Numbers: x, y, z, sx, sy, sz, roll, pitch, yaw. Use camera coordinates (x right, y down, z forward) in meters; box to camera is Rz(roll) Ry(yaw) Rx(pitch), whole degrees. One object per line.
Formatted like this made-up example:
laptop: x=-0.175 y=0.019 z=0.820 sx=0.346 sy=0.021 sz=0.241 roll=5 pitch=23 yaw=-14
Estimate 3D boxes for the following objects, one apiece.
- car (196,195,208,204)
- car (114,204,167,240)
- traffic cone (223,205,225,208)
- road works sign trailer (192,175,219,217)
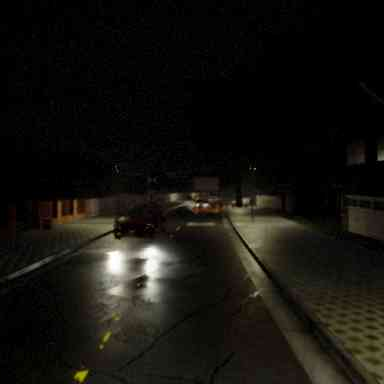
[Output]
car: x=1.692 y=1.228 z=57.139 sx=1.812 sy=1.442 sz=4.674 roll=0 pitch=0 yaw=9
car: x=-2.400 y=1.373 z=16.463 sx=1.882 sy=1.535 sz=5.008 roll=0 pitch=0 yaw=3
traffic cone: x=4.095 y=1.745 z=42.560 sx=0.340 sy=0.580 sz=0.340 roll=0 pitch=0 yaw=4
road works sign trailer: x=1.265 y=0.302 z=29.804 sx=2.380 sy=3.560 sz=2.880 roll=0 pitch=0 yaw=5
